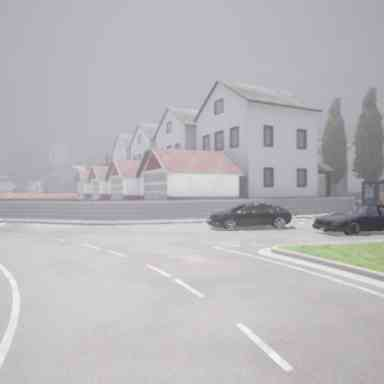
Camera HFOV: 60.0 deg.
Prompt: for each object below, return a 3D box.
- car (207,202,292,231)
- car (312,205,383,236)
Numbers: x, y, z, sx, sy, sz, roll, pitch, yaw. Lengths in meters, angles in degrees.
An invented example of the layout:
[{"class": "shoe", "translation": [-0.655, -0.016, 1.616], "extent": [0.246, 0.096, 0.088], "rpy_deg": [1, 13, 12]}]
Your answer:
[{"class": "car", "translation": [3.308, 1.342, 19.086], "extent": [4.892, 1.490, 1.837], "rpy_deg": [0, 1, -13]}, {"class": "car", "translation": [8.837, 1.361, 16.909], "extent": [5.357, 1.411, 2.033], "rpy_deg": [-1, 0, -18]}]
